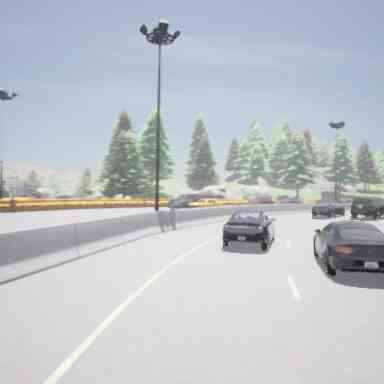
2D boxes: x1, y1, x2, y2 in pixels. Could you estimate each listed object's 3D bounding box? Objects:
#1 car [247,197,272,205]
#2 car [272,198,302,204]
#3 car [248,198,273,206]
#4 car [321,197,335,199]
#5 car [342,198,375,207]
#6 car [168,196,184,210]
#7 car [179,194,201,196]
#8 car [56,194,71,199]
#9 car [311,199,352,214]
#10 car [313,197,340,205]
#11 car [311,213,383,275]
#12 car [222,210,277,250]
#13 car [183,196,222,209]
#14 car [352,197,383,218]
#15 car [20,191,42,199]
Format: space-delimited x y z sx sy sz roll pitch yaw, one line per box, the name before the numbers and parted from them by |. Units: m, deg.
car | 11.156 1.541 54.000 4.553 1.767 2.097 0 0 -33
car | 15.293 1.746 52.415 4.674 1.442 1.812 0 0 -32
car | 12.106 1.748 58.764 4.181 1.385 1.994 0 0 -31
car | 25.661 1.841 61.524 4.181 1.385 1.994 0 0 -20
car | 29.564 1.851 59.082 5.357 1.411 2.033 0 0 -20
car | -1.056 1.574 43.244 1.812 1.442 4.674 1 0 42
car | -0.834 1.270 48.583 5.566 2.045 2.150 1 0 -45
car | -30.182 1.176 78.230 1.994 1.385 4.181 1 0 3
car | 13.611 1.754 32.986 4.902 1.511 2.128 0 0 -45
car | 26.431 1.755 65.462 5.008 1.535 1.882 0 0 -19
car | 4.960 1.640 10.429 1.812 1.442 4.674 1 0 14
car | 2.676 1.572 15.004 2.128 1.511 4.902 1 0 18
car | 1.630 1.570 40.761 1.882 1.535 5.008 1 0 43
car | 17.103 1.505 31.724 5.566 2.045 2.150 0 -1 -43
car | -30.341 0.809 62.931 2.150 2.045 5.566 1 0 -4
